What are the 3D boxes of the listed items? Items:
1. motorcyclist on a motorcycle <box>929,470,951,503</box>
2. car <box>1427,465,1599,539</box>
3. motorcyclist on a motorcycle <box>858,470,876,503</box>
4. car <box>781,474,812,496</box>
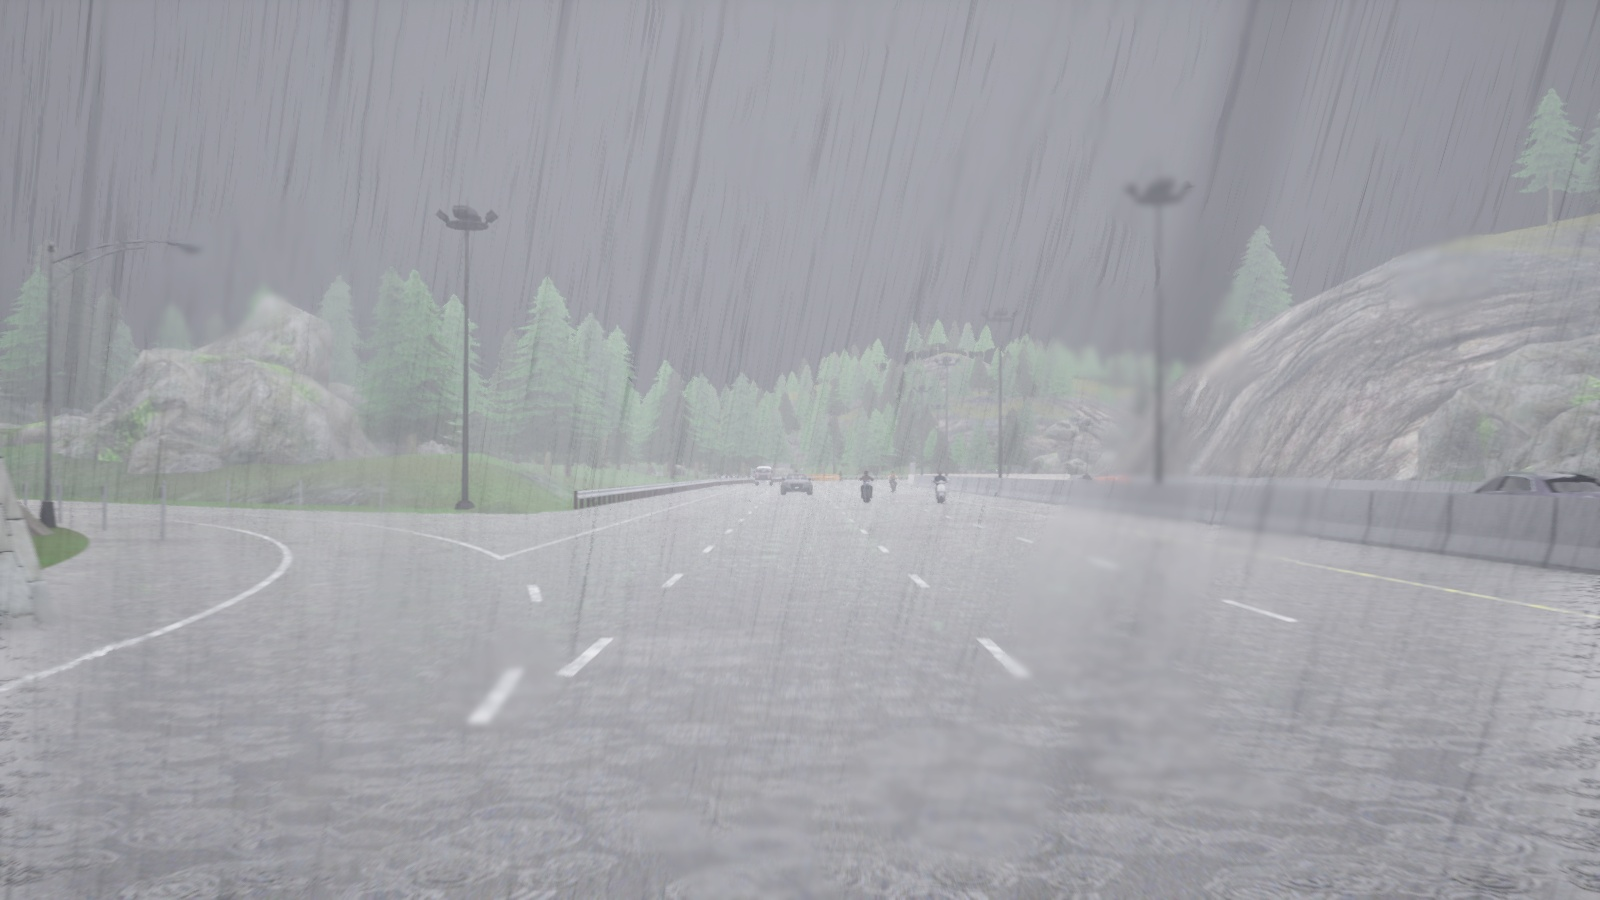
[{"bbox_3d":[6.850,1.775,61.455,0.866,1.590,1.817,0,-1,0],"label":"motorcyclist on a motorcycle"},{"bbox_3d":[17.426,1.188,30.432,2.033,1.649,4.856,0,-1,0],"label":"car"},{"bbox_3d":[3.346,1.814,63.153,0.766,1.649,2.350,0,-1,0],"label":"motorcyclist on a motorcycle"},{"bbox_3d":[-0.202,2.276,82.981,1.994,1.385,4.181,0,-1,0],"label":"car"}]
